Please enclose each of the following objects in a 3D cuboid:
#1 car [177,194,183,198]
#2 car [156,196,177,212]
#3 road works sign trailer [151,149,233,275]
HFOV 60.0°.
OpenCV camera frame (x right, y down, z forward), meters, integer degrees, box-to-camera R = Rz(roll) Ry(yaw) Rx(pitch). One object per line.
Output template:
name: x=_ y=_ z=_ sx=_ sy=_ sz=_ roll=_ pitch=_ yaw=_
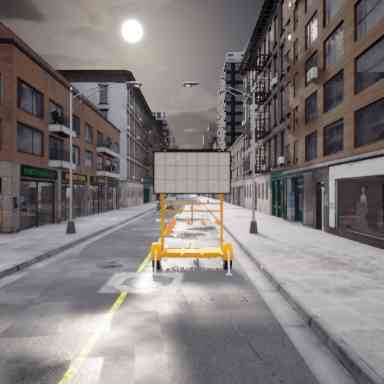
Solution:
car: x=-2.967 y=1.329 z=79.945 sx=1.812 sy=1.442 sz=4.674 roll=0 pitch=0 yaw=0
car: x=-3.084 y=1.524 z=38.706 sx=2.128 sy=1.511 sz=4.902 roll=0 pitch=0 yaw=0
road works sign trailer: x=0.004 y=0.467 z=10.393 sx=2.380 sy=3.560 sz=2.880 roll=0 pitch=0 yaw=0
